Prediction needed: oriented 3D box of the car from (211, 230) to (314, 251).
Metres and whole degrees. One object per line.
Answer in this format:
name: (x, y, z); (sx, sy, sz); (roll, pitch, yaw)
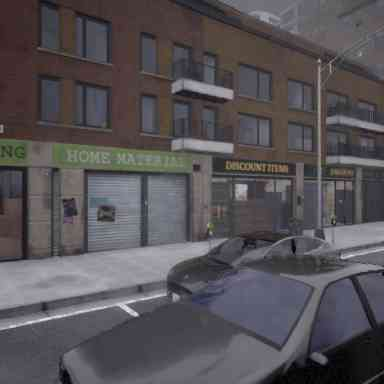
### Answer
car: (1.517, 1.566, 7.257); (4.313, 1.339, 1.947); (0, 0, -35)

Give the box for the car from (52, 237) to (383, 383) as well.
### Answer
car: (1.281, 1.547, 3.975); (5.357, 1.411, 2.033); (0, 0, -35)
